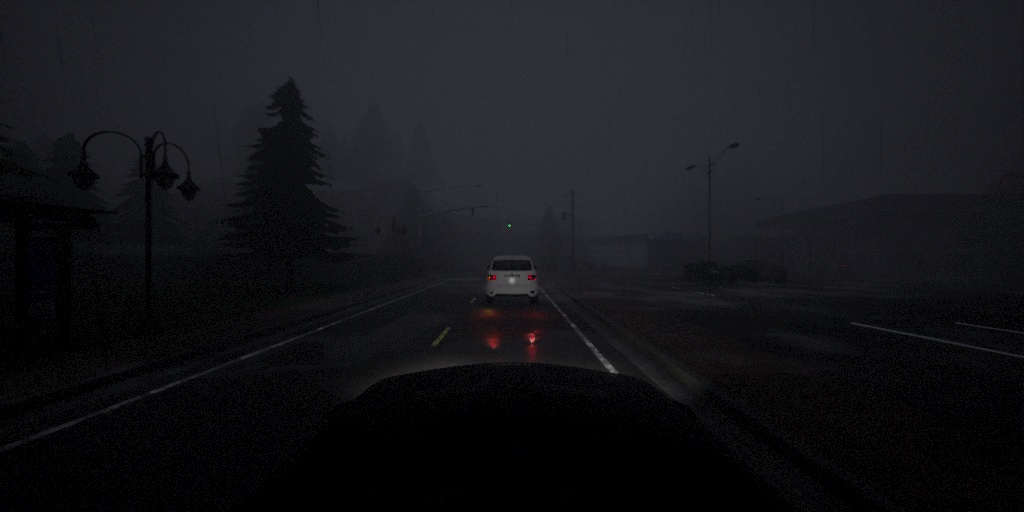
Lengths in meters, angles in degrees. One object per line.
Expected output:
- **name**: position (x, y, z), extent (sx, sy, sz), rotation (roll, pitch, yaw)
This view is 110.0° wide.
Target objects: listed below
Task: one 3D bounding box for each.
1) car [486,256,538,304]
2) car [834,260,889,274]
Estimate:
- **car**: position (0.000, 1.006, 16.530), extent (2.150, 2.045, 5.566), rotation (0, 0, 0)
- **car**: position (37.557, 1.244, 38.567), extent (4.902, 1.511, 2.128), rotation (0, 0, 1)
